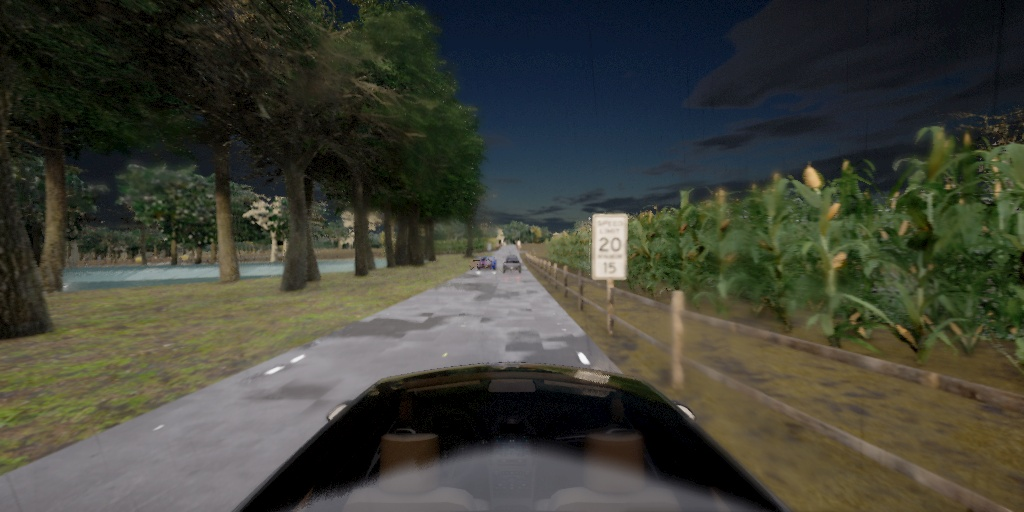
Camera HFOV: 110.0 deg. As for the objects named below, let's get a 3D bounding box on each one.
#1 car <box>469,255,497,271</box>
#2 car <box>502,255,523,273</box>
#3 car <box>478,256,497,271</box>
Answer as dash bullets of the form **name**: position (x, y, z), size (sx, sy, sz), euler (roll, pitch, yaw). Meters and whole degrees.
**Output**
- **car**: position (-2.744, 0.644, 32.778), size (1.994, 1.385, 4.181), euler (0, 1, 0)
- **car**: position (0.010, 0.901, 36.562), size (2.128, 1.511, 4.902), euler (0, 1, 0)
- **car**: position (-2.743, 0.798, 40.984), size (1.882, 1.535, 5.008), euler (0, 1, 0)
